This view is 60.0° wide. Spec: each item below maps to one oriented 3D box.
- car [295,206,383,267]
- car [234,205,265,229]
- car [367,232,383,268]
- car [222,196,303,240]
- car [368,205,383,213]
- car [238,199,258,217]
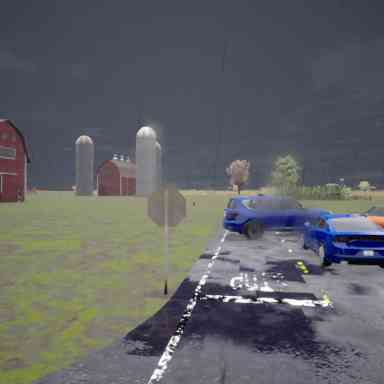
[{"bbox_3d":[5.044,1.480,11.355,1.882,1.535,5.008,0,0,7],"label":"car"},{"bbox_3d":[3.880,1.601,22.673,1.895,1.301,4.718,0,0,9],"label":"car"},{"bbox_3d":[4.667,1.529,4.116,1.812,1.442,4.674,0,0,-11],"label":"car"},{"bbox_3d":[4.300,1.219,16.552,5.566,2.045,2.150,0,0,-5],"label":"car"},{"bbox_3d":[9.015,1.372,15.568,2.097,1.767,4.553,0,0,-42],"label":"car"},{"bbox_3d":[5.557,1.502,32.976,1.837,1.490,4.892,0,0,9],"label":"car"}]
